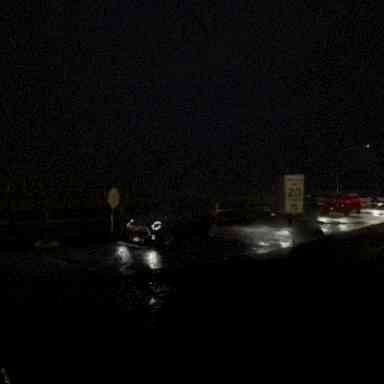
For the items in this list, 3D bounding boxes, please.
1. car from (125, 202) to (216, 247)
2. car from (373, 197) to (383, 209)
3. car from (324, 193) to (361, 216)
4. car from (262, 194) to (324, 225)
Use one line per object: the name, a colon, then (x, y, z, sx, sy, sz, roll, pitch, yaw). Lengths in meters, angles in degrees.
car: (-0.849, 1.309, 15.095, 2.097, 1.767, 4.553, 1, 1, 39)
car: (25.033, 1.402, 43.068, 2.128, 1.511, 4.902, 1, 1, 44)
car: (14.514, 1.146, 32.057, 2.150, 2.045, 5.566, 1, 1, 43)
car: (7.320, 1.160, 24.321, 2.150, 2.045, 5.566, 1, 1, 43)
